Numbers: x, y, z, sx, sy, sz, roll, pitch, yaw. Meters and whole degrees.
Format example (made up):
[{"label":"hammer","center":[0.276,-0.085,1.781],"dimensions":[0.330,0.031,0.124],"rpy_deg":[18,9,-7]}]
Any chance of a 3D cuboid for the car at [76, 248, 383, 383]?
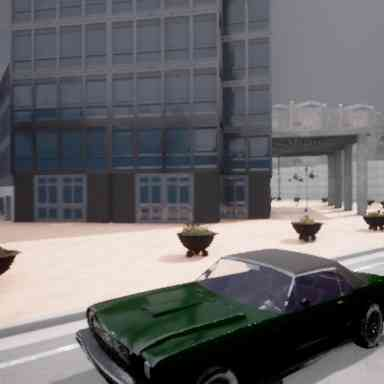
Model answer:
[{"label":"car","center":[0.950,1.580,4.660],"dimensions":[4.718,1.301,1.895],"rpy_deg":[0,0,-35]}]
